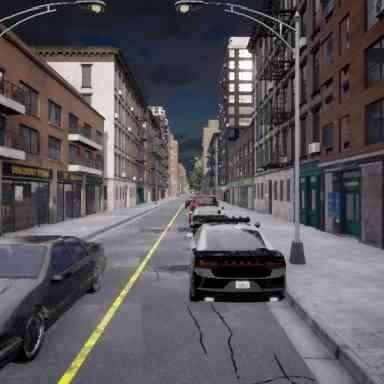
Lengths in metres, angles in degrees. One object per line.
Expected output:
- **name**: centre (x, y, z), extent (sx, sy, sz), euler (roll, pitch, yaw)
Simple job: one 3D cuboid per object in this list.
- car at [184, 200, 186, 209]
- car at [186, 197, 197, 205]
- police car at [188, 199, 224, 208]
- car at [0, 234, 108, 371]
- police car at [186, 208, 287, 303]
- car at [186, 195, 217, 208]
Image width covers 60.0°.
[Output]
- **car**: centre (-0.058, 1.548, 46.482), extent (1.837, 1.490, 4.892), euler (0, 0, 0)
- **car**: centre (-0.092, 1.630, 59.873), extent (1.994, 1.385, 4.181), euler (0, 0, 0)
- **police car**: centre (0.872, 1.434, 18.427), extent (1.930, 1.638, 5.238), euler (0, 0, 0)
- **car**: centre (-3.009, 1.548, 6.125), extent (2.033, 1.411, 5.357), euler (0, 0, 0)
- **police car**: centre (0.887, 1.427, 8.427), extent (1.930, 1.638, 5.238), euler (0, 0, 0)
- **car**: centre (0.863, 1.239, 24.348), extent (2.150, 2.045, 5.566), euler (0, 0, 0)
